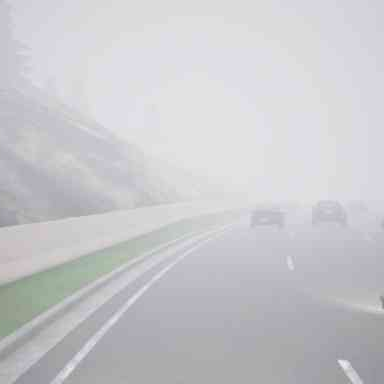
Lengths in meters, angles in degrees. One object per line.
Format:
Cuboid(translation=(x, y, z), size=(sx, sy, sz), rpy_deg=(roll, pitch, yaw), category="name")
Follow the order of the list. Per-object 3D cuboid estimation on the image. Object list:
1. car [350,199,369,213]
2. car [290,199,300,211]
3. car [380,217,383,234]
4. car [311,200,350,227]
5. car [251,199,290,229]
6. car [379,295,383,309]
Cuboid(translation=(17.924, 1.492, 36.236), size=(1.812, 1.442, 4.674), rpy_deg=(1, 0, 20), category="car")
Cuboid(translation=(11.489, 1.472, 39.032), size=(1.994, 1.385, 4.181), rpy_deg=(0, 0, 20), category="car")
Cuboid(translation=(10.450, 1.551, 15.794), size=(2.033, 1.411, 5.357), rpy_deg=(0, 0, 19), category="car")
Cuboid(translation=(9.399, 1.316, 23.056), size=(2.097, 1.767, 4.553), rpy_deg=(1, 0, 19), category="car")
Cuboid(translation=(5.024, 1.418, 21.380), size=(1.882, 1.535, 5.008), rpy_deg=(0, 0, 20), category="car")
Cuboid(translation=(3.890, 1.561, 3.155), size=(2.033, 1.411, 5.357), rpy_deg=(0, 0, 6), category="car")
